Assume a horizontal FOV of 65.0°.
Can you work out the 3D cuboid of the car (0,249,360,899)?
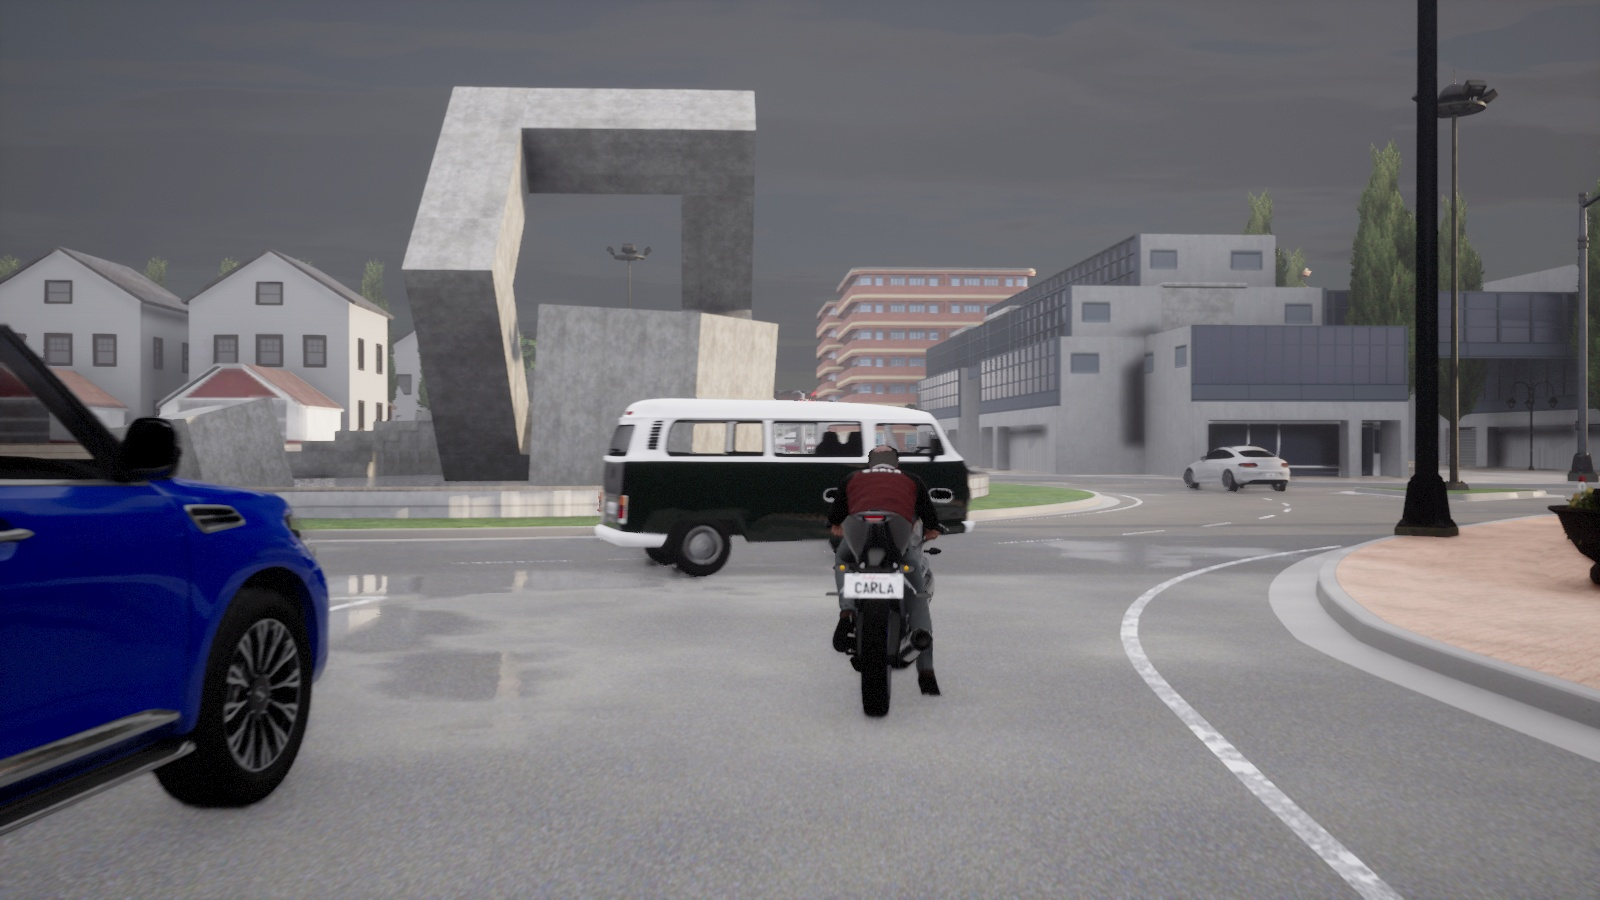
[{"bbox_3d":[-3.360,0.448,3.479,2.150,2.045,5.566,0,0,2],"label":"car"}]

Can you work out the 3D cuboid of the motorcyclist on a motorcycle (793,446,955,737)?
[{"bbox_3d":[0.516,0.750,7.817,0.866,1.530,2.191,0,1,7],"label":"motorcyclist on a motorcycle"}]

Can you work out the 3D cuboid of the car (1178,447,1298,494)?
[{"bbox_3d":[14.167,0.619,40.943,1.812,1.442,4.674,0,0,-7],"label":"car"}]

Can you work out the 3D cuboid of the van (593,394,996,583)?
[{"bbox_3d":[-0.104,0.407,15.316,4.480,2.038,2.069,0,1,-20],"label":"van"}]
